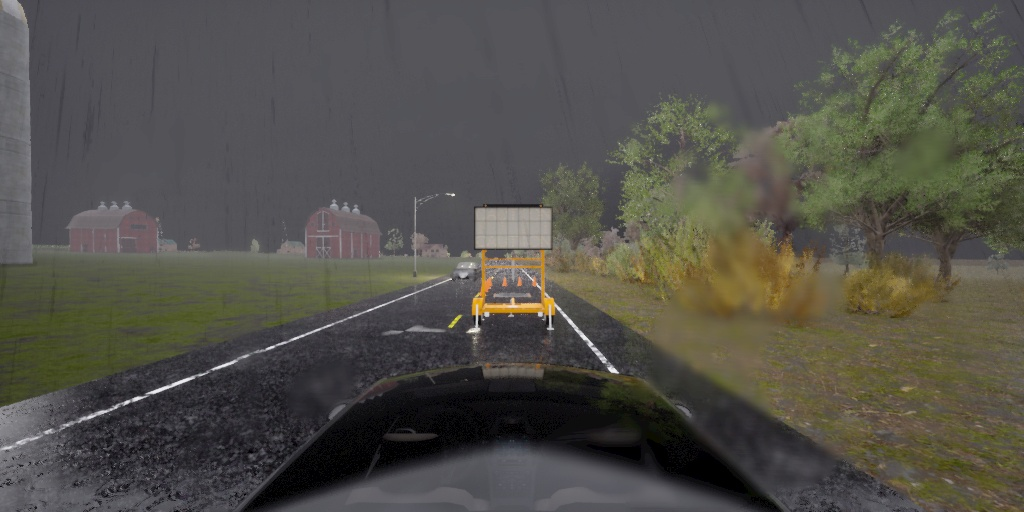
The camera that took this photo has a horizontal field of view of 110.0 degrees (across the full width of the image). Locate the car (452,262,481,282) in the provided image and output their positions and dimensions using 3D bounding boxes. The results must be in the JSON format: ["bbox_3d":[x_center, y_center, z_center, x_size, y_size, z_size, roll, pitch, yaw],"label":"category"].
[{"bbox_3d":[-3.545,1.236,28.401,2.128,1.511,4.902,0,0,0],"label":"car"}]

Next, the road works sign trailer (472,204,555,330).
[{"bbox_3d":[0.038,0.212,11.107,2.380,3.560,2.880,0,0,0],"label":"road works sign trailer"}]
